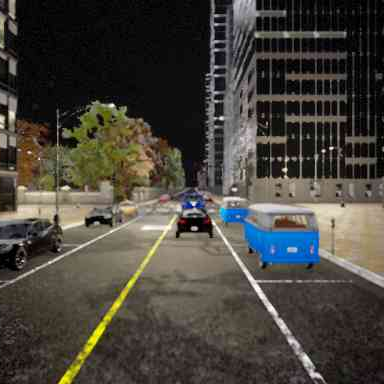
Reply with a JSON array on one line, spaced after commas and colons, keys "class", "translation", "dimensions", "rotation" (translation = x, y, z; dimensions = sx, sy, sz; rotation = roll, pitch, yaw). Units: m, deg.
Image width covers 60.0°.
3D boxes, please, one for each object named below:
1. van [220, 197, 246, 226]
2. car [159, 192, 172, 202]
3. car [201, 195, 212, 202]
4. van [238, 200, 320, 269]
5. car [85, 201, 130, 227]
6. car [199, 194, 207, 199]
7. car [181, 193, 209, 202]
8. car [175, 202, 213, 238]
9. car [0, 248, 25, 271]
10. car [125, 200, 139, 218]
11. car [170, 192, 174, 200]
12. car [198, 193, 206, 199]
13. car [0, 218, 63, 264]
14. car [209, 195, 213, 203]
[{"class": "van", "translation": [2.807, 1.276, 22.220], "dimensions": [1.690, 1.788, 3.998], "rotation": [0, 0, 0]}, {"class": "car", "translation": [-5.592, 1.307, 66.036], "dimensions": [1.887, 1.381, 4.507], "rotation": [0, 0, 0]}, {"class": "car", "translation": [2.788, 1.328, 66.027], "dimensions": [1.947, 1.339, 4.313], "rotation": [0, 0, 0]}, {"class": "van", "translation": [2.709, 1.318, 10.823], "dimensions": [1.690, 1.788, 3.998], "rotation": [0, 0, 0]}, {"class": "car", "translation": [-5.737, 1.501, 22.232], "dimensions": [1.947, 1.339, 4.313], "rotation": [0, 0, 0]}, {"class": "car", "translation": [2.822, 1.233, 88.751], "dimensions": [1.947, 1.339, 4.313], "rotation": [0, 0, 0]}, {"class": "car", "translation": [0.145, 1.124, 30.299], "dimensions": [2.150, 2.045, 5.566], "rotation": [0, 0, 0]}, {"class": "car", "translation": [0.126, 1.479, 17.414], "dimensions": [1.812, 1.442, 4.674], "rotation": [0, 0, 0]}, {"class": "car", "translation": [-3.097, 1.503, 1.814], "dimensions": [1.837, 1.490, 4.892], "rotation": [0, 0, 0]}, {"class": "car", "translation": [-5.774, 1.432, 29.466], "dimensions": [1.752, 1.417, 4.829], "rotation": [0, 0, 0]}, {"class": "car", "translation": [-5.584, 1.290, 71.719], "dimensions": [2.008, 1.369, 4.403], "rotation": [0, 0, 0]}, {"class": "car", "translation": [2.830, 1.081, 94.431], "dimensions": [1.967, 1.590, 4.097], "rotation": [0, 0, 0]}, {"class": "car", "translation": [-5.673, 1.543, 10.835], "dimensions": [1.947, 1.339, 4.313], "rotation": [0, 0, 0]}, {"class": "car", "translation": [2.781, 1.224, 60.346], "dimensions": [1.967, 1.590, 4.097], "rotation": [0, 0, 0]}]
